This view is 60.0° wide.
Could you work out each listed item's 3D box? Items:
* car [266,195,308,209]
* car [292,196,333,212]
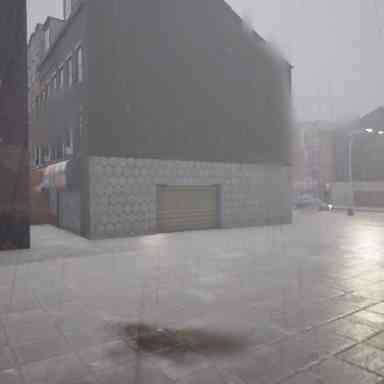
[{"bbox_3d":[11.694,1.191,41.100,1.837,1.490,4.892,-1,1,-35],"label":"car"},{"bbox_3d":[12.358,1.289,35.059,2.128,1.511,4.902,-1,1,-35],"label":"car"}]
